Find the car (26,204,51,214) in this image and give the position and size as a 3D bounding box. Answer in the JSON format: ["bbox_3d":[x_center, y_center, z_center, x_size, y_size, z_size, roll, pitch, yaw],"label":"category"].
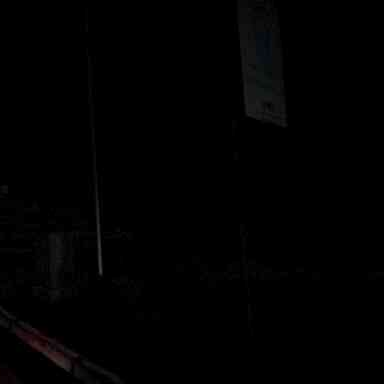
[{"bbox_3d":[-23.491,2.522,50.863,1.994,1.385,4.181,-4,-1,7],"label":"car"}]

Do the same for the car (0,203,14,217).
[{"bbox_3d":[-23.092,2.128,39.486,2.097,1.767,4.553,-4,-1,-5],"label":"car"}]
